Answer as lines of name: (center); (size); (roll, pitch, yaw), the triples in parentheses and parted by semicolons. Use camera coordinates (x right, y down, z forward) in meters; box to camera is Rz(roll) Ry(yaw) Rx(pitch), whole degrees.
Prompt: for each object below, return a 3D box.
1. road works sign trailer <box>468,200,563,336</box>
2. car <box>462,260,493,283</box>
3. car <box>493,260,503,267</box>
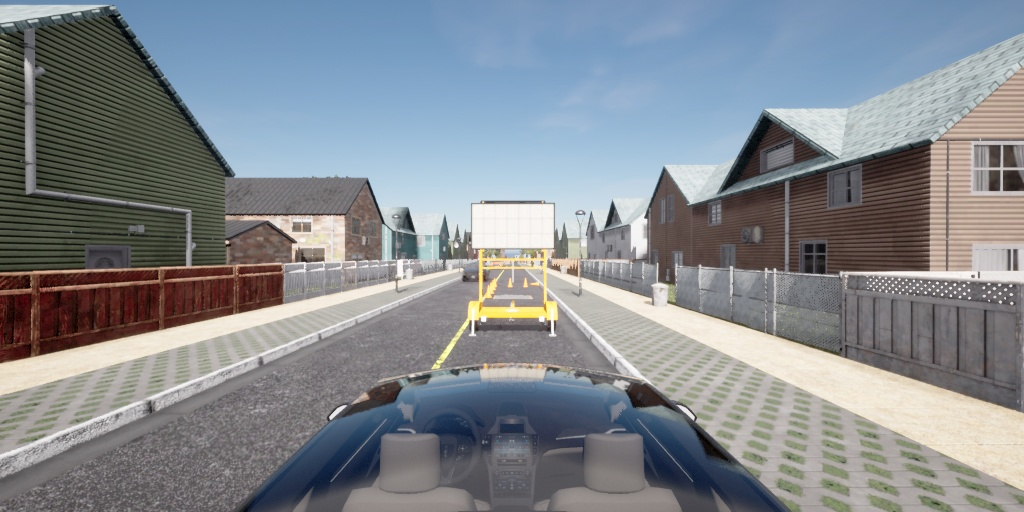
road works sign trailer: (0.029, 0.215, 10.350); (2.380, 3.560, 2.880); (0, 0, 1)
car: (-2.786, 1.258, 28.422); (1.882, 1.535, 5.008); (0, 0, 0)
car: (-2.611, 1.293, 60.314); (2.097, 1.767, 4.553); (0, 0, 0)
